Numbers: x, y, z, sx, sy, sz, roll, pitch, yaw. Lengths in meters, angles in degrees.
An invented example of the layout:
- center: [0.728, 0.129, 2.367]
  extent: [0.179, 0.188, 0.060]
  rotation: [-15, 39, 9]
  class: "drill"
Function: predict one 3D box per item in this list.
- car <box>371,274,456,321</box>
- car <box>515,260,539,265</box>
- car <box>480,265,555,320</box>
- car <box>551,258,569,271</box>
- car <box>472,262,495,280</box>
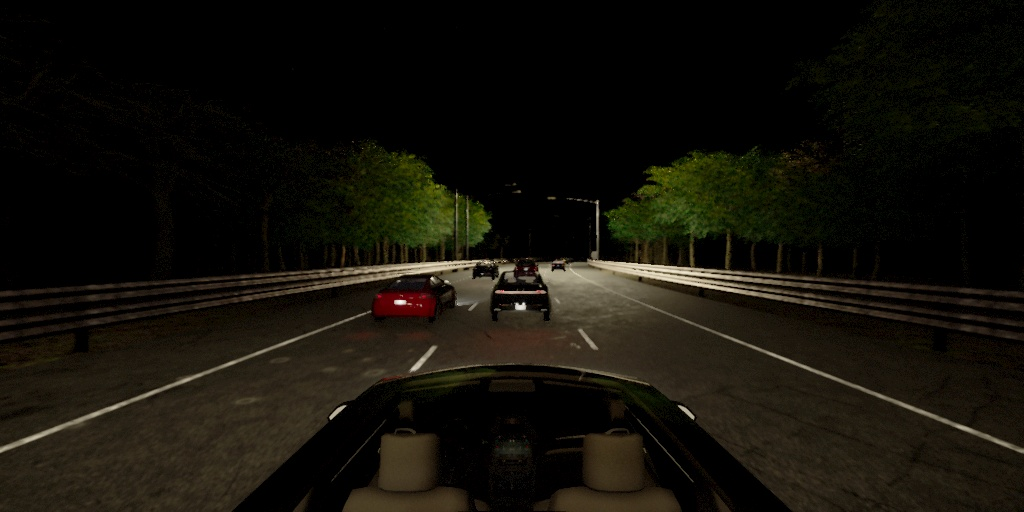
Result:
- center: [-3.199, 1.313, 12.430]
  extent: [1.994, 1.385, 4.181]
  rotation: [0, 0, 1]
  class: "car"
- center: [1.298, 1.108, 31.398]
  extent: [2.097, 1.767, 4.553]
  rotation: [0, 0, 4]
  class: "car"
- center: [0.304, 1.245, 12.566]
  extent: [2.128, 1.511, 4.902]
  rotation: [0, 0, 1]
  class: "car"
- center: [6.374, 1.294, 49.108]
  extent: [2.033, 1.411, 5.357]
  rotation: [0, 0, 8]
  class: "car"
- center: [-2.218, 1.244, 31.378]
  extent: [2.128, 1.511, 4.902]
  rotation: [0, 0, 4]
  class: "car"
